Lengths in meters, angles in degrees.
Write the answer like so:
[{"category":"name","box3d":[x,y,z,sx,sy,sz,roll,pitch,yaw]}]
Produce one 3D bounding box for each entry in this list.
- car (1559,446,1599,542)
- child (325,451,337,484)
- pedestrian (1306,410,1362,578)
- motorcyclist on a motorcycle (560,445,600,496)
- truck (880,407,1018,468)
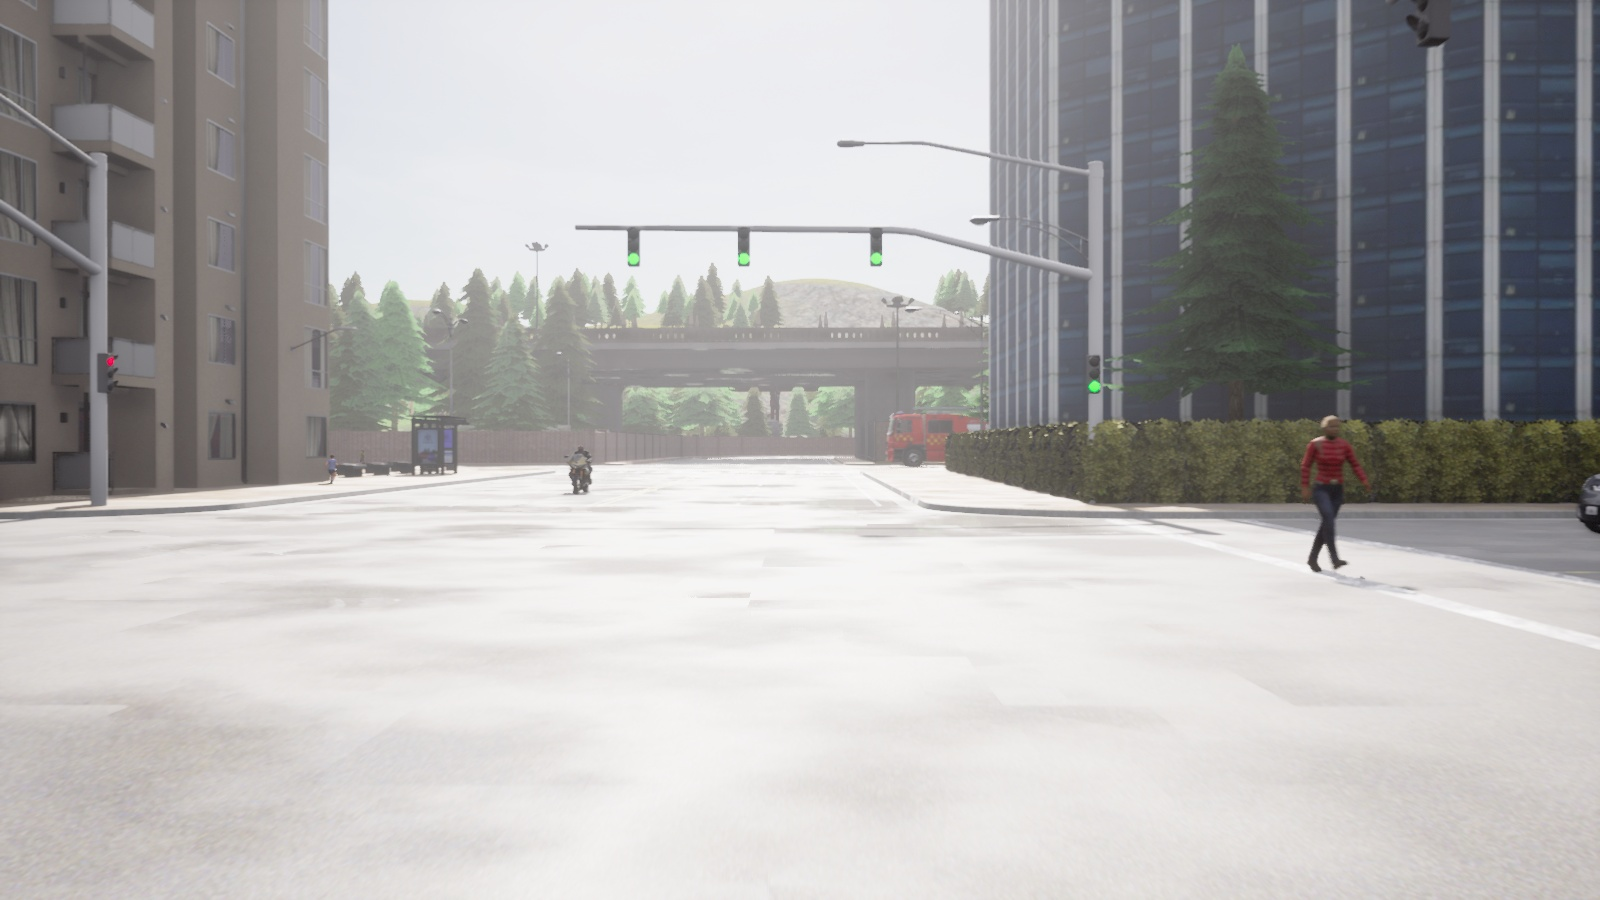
[{"category":"car","box3d":[14.334,0.685,19.788,3.633,1.501,1.845,0,0,0]},{"category":"child","box3d":[-15.971,0.583,42.768,0.255,1.110,0.394,0,0,5]},{"category":"pedestrian","box3d":[6.025,0.484,14.183,0.331,1.846,0.636,0,0,-3]},{"category":"motorcyclist on a motorcycle","box3d":[-6.763,0.605,38.703,0.866,1.530,2.191,0,0,0]},{"category":"truck","box3d":[9.423,-0.821,80.257,8.468,3.827,2.891,0,0,0]}]
